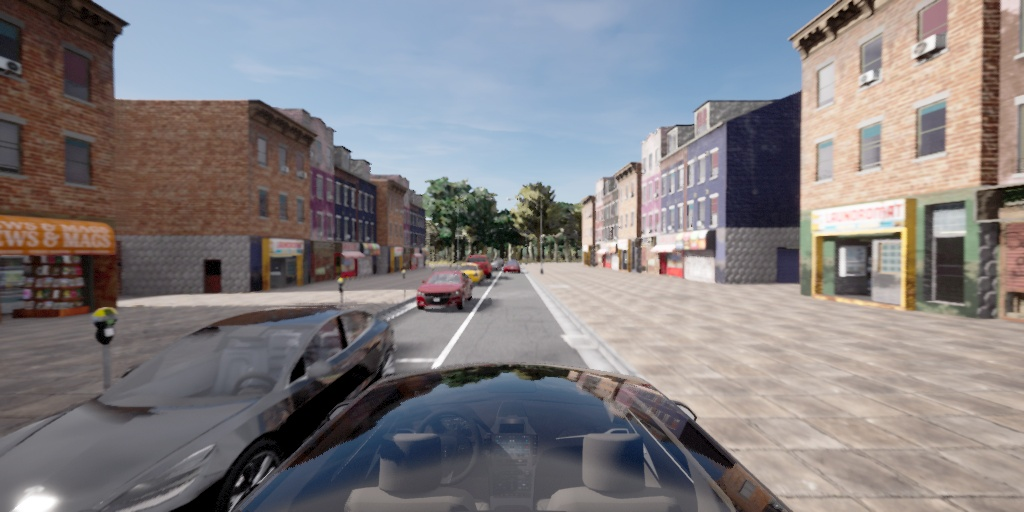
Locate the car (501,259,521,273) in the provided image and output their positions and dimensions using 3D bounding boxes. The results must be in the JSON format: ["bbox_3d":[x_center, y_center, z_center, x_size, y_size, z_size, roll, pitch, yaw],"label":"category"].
[{"bbox_3d":[0.022,1.333,43.156,1.994,1.385,4.181,0,0,0],"label":"car"}]

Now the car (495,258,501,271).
[{"bbox_3d":[-2.625,1.311,47.434,2.007,1.370,4.403,0,0,0],"label":"car"}]

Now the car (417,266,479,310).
[{"bbox_3d":[-2.634,1.294,14.825,1.888,1.381,4.507,0,0,0],"label":"car"}]

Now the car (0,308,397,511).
[{"bbox_3d":[-2.637,1.315,3.956,1.948,1.339,4.313,0,0,0],"label":"car"}]

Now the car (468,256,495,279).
[{"bbox_3d":[-2.972,0.981,32.735,2.150,2.045,5.566,0,0,0],"label":"car"}]

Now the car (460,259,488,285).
[{"bbox_3d":[-3.018,1.208,25.895,1.801,1.575,5.366,0,0,0],"label":"car"}]
